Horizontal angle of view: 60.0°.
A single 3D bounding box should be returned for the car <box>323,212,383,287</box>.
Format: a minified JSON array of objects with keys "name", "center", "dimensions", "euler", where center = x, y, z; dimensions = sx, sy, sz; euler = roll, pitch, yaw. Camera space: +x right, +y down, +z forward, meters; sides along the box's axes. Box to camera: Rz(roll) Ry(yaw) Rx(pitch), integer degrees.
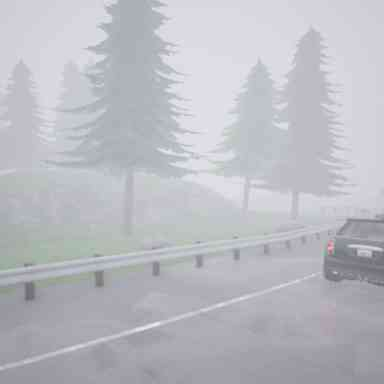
[{"name":"car","center":[5.316,1.333,8.603],"dimensions":[4.553,1.767,2.097],"euler":[0,0,-42]}]
